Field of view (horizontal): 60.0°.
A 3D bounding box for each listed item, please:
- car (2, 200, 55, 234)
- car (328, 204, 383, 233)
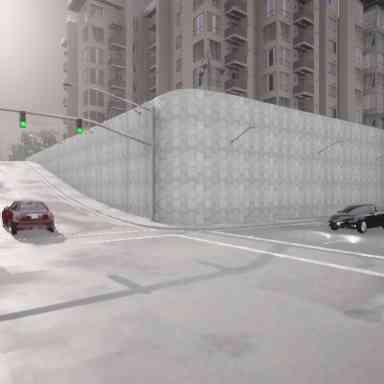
[{"bbox_3d":[-9.321,1.212,18.777,2.097,1.767,4.553,0,3,-36],"label":"car"},{"bbox_3d":[10.066,1.505,19.780,4.892,1.490,1.837,0,0,-36],"label":"car"}]
